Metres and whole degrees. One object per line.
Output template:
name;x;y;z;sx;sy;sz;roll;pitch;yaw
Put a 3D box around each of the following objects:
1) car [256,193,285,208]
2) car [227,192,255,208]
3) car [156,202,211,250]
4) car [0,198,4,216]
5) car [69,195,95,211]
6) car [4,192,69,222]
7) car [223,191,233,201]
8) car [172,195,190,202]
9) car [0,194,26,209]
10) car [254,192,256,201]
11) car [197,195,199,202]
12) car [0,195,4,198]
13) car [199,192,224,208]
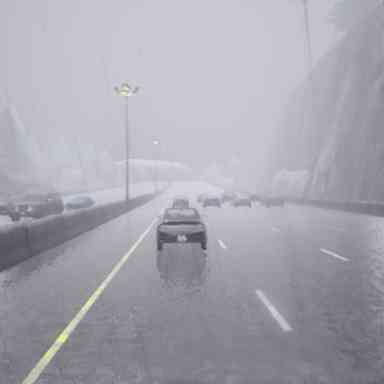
car;9.143;0.955;38.234;1.882;1.535;5.008;0;1;-2
car;5.632;1.019;38.529;1.812;1.442;4.674;0;1;-2
car;-0.430;1.376;13.757;2.128;1.511;4.902;0;0;-2
car;-15.118;1.403;28.223;1.895;1.301;4.718;0;1;-2
car;-11.837;1.134;35.626;1.882;1.535;5.008;0;1;-2
car;-11.516;1.047;25.177;2.150;2.045;5.566;0;1;-2
car;5.280;0.623;49.180;2.097;1.767;4.553;0;1;-2
car;-1.248;1.075;37.838;1.812;1.442;4.674;0;1;-2
car;-22.456;1.122;40.442;2.128;1.511;4.902;0;1;-2
car;8.779;0.754;49.292;1.837;1.490;4.892;0;2;-2
car;1.781;0.855;49.278;1.994;1.385;4.181;0;1;-2
car;-18.836;1.248;35.546;2.033;1.411;5.357;0;1;-1
car;2.148;1.003;37.994;1.882;1.535;5.008;0;1;-2
